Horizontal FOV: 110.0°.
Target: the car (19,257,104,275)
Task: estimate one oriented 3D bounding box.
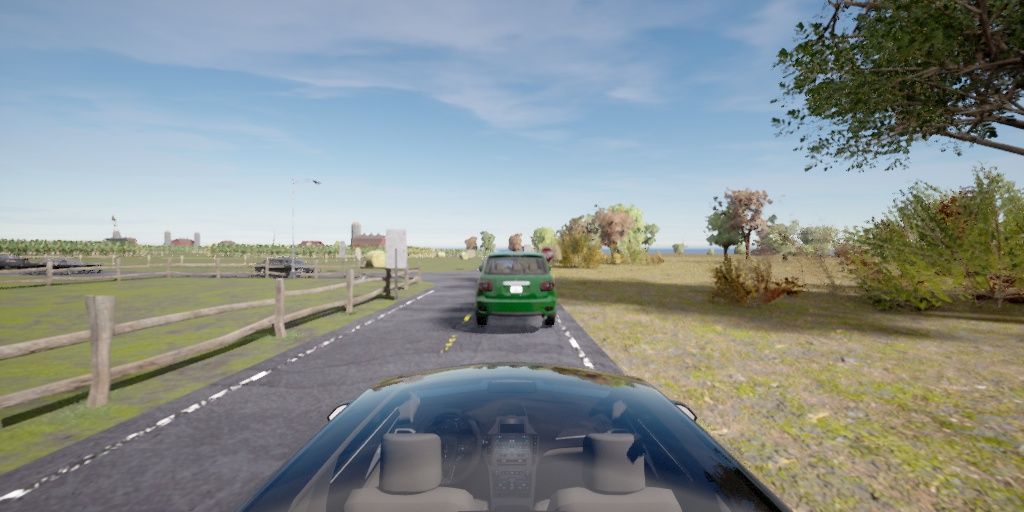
[{"bbox_3d":[-36.464,0.863,29.329,4.718,1.301,1.895,0,1,-1],"label":"car"}]

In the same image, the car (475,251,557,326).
[{"bbox_3d":[0.097,0.877,11.386,2.150,2.045,5.566,0,1,0],"label":"car"}]

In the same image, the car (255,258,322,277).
[{"bbox_3d":[-18.318,0.891,29.513,4.892,1.490,1.837,0,1,-1],"label":"car"}]

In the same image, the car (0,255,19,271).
[{"bbox_3d":[-46.413,0.626,32.109,4.902,1.511,2.128,0,1,0],"label":"car"}]

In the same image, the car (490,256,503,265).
[{"bbox_3d":[-2.781,0.741,64.093,2.033,1.411,5.357,0,0,1],"label":"car"}]

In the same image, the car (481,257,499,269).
[{"bbox_3d":[-2.833,0.897,47.188,1.994,1.385,4.181,0,1,2],"label":"car"}]
